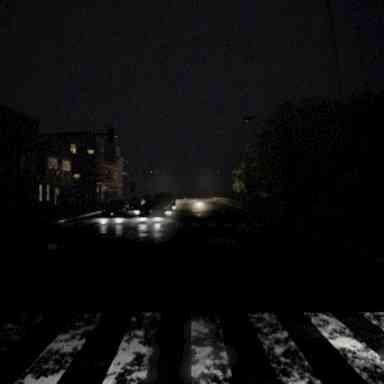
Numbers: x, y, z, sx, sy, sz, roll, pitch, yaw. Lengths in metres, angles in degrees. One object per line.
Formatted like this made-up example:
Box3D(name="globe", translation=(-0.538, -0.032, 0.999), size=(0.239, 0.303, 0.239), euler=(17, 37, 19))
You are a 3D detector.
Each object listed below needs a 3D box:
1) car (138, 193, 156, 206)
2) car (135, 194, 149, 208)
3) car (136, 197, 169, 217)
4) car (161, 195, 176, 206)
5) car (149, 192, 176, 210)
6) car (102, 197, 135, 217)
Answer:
Box3D(name="car", translation=(-6.694, 1.100, 50.044), size=(2.097, 1.767, 4.553), euler=(0, 0, 0))
Box3D(name="car", translation=(-6.670, 1.347, 39.785), size=(2.033, 1.411, 5.357), euler=(0, 0, 0))
Box3D(name="car", translation=(-3.386, 1.414, 29.603), size=(1.994, 1.385, 4.181), euler=(0, 0, 0))
Box3D(name="car", translation=(-3.448, 1.227, 49.785), size=(1.882, 1.535, 5.008), euler=(0, 0, 1))
Box3D(name="car", translation=(-3.420, 1.024, 39.365), size=(2.150, 2.045, 5.566), euler=(0, 0, 0))
Box3D(name="car", translation=(-6.663, 1.397, 29.707), size=(2.033, 1.411, 5.357), euler=(0, 0, -4))
